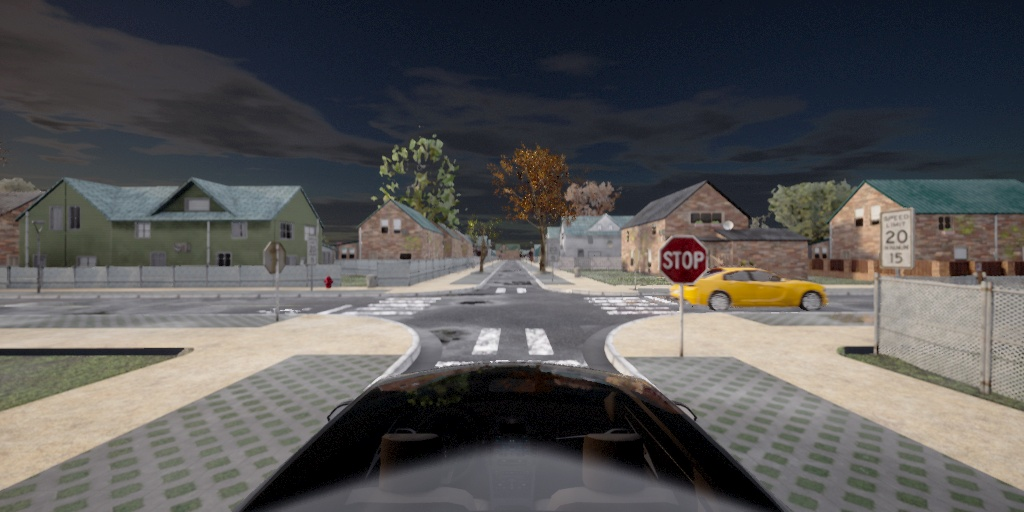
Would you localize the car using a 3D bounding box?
[{"bbox_3d":[8.369,1.134,12.861,5.008,1.535,1.882,0,0,1],"label":"car"}]
